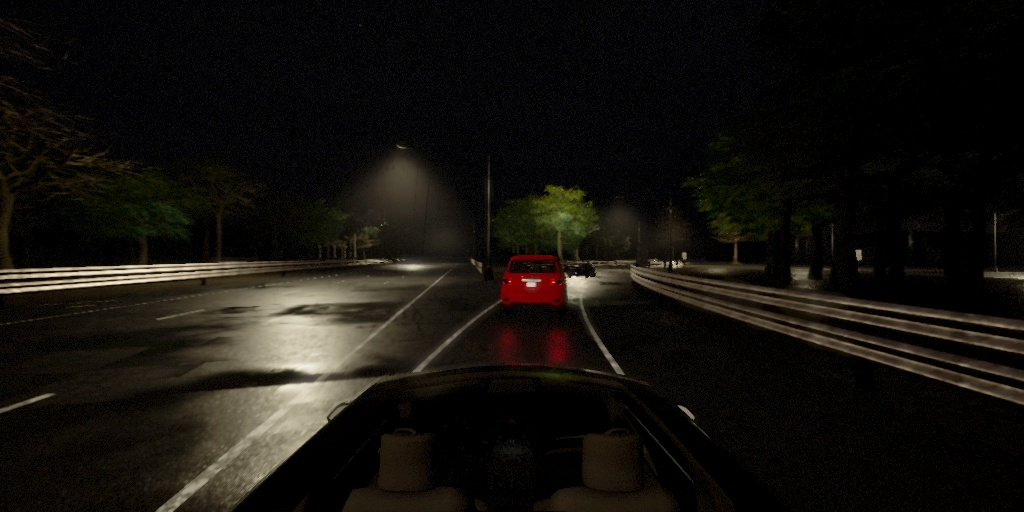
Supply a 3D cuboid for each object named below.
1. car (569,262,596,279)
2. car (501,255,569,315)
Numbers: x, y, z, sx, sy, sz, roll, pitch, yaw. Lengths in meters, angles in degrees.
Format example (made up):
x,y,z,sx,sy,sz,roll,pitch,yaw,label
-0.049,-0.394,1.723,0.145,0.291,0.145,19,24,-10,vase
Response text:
x,y,z,sx,sy,sz,roll,pitch,yaw,label
6.557,1.290,33.440,2.128,1.511,4.902,0,0,24,car
1.020,1.001,13.895,2.150,2.045,5.566,0,0,9,car
